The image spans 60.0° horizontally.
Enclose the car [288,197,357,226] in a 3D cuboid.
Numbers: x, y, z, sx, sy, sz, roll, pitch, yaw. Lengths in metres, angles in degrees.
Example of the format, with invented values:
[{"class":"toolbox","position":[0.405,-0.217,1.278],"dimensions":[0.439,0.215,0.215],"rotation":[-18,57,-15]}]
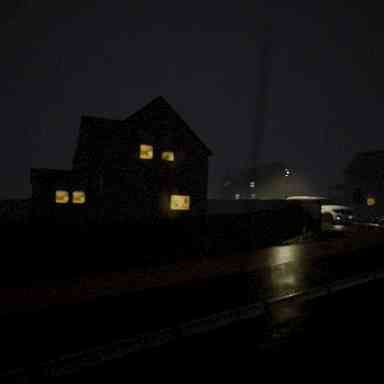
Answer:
[{"class":"car","position":[9.254,1.374,24.593],"dimensions":[2.150,2.045,5.566],"rotation":[3,-2,-29]}]

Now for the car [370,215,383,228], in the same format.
[{"class":"car","position":[14.427,1.742,21.391],"dimensions":[2.033,1.411,5.357],"rotation":[3,-2,-25]}]
